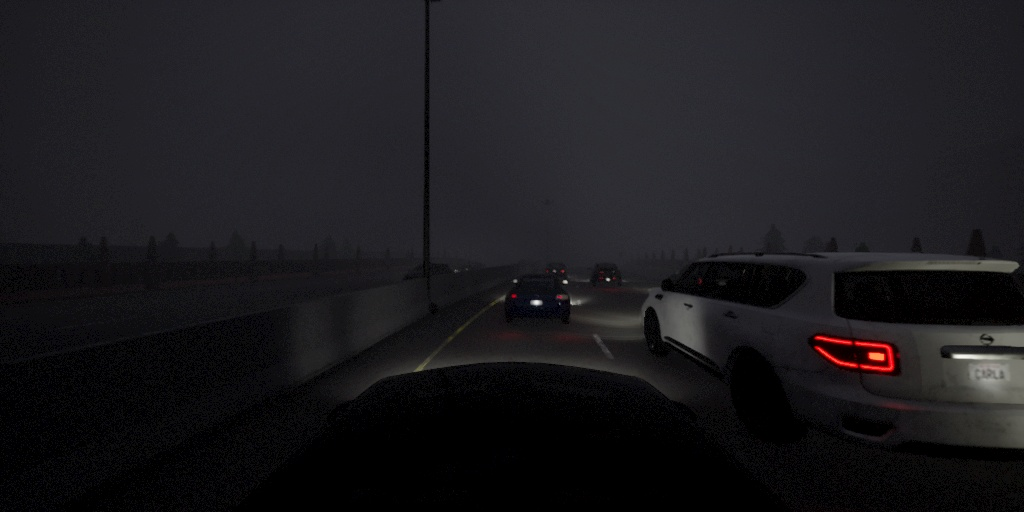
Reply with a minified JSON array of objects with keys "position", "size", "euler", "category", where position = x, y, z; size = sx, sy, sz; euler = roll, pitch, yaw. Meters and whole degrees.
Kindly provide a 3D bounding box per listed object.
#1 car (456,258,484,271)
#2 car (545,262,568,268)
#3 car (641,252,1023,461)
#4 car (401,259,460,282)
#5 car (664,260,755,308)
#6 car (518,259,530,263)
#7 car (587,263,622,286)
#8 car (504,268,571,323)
[{"position":[-4.839,1.163,43.432],"size":[1.895,1.301,4.718],"euler":[0,0,10],"category":"car"},{"position":[3.646,1.200,29.763],"size":[2.033,1.411,5.357],"euler":[0,0,10],"category":"car"},{"position":[3.780,0.973,5.430],"size":[2.150,2.045,5.566],"euler":[0,0,3],"category":"car"},{"position":[-4.986,1.154,21.841],"size":[1.837,1.490,4.892],"euler":[0,0,9],"category":"car"},{"position":[8.508,1.080,16.015],"size":[2.097,1.767,4.553],"euler":[0,0,8],"category":"car"},{"position":[2.183,1.099,63.615],"size":[1.895,1.301,4.718],"euler":[0,-1,10],"category":"car"},{"position":[6.335,1.190,24.570],"size":[1.837,1.490,4.892],"euler":[0,0,9],"category":"car"},{"position":[0.923,1.276,12.090],"size":[1.994,1.385,4.181],"euler":[0,0,7],"category":"car"}]
